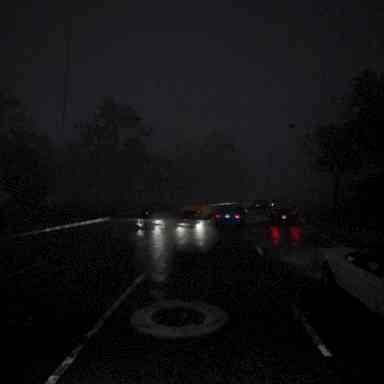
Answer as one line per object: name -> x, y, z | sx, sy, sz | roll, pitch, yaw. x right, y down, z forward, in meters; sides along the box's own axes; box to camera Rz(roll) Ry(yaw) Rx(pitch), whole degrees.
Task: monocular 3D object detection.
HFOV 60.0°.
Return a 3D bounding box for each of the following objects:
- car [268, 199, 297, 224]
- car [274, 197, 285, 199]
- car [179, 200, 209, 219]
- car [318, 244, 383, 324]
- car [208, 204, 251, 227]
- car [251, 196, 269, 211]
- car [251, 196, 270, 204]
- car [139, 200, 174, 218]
car -> 6.856, 1.535, 25.073 | 1.812, 1.442, 4.674 | 0, 0, 13
car -> 17.109, 1.619, 65.598 | 1.895, 1.301, 4.718 | 0, 0, 35
car -> 0.385, 1.458, 28.812 | 1.882, 1.535, 5.008 | 0, 0, 15
car -> 3.923, 1.608, 6.157 | 1.895, 1.301, 4.718 | 0, 0, 4
car -> 2.689, 1.542, 22.710 | 2.033, 1.411, 5.357 | 0, 0, 12
car -> 8.597, 1.568, 41.776 | 1.994, 1.385, 4.181 | 0, 0, 22
car -> 13.884, 1.507, 67.018 | 2.128, 1.511, 4.902 | 0, 0, 32
car -> -3.053, 1.471, 29.444 | 1.837, 1.490, 4.892 | 0, 0, 15
